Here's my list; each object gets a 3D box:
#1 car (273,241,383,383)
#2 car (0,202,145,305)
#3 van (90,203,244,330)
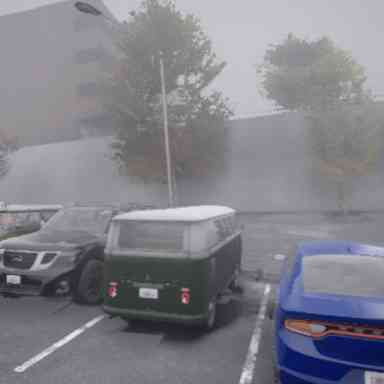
[{"bbox_3d":[2.332,1.508,5.233,2.097,1.535,5.008,0,-1,17],"label":"car"},{"bbox_3d":[-2.481,1.308,8.790,2.435,2.045,5.566,0,-1,17],"label":"car"},{"bbox_3d":[-0.040,1.310,7.142,1.878,1.987,4.442,0,-1,17],"label":"van"}]
